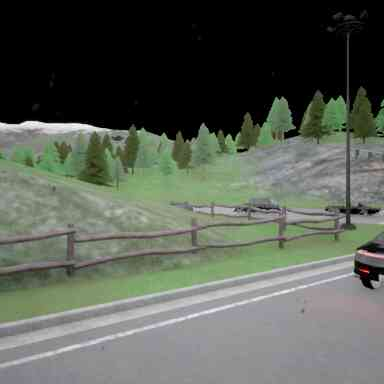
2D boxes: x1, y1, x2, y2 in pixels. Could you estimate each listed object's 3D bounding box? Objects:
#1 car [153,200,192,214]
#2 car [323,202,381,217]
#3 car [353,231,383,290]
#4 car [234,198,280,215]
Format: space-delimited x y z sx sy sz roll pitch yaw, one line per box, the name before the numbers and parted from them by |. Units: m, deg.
car | -2.107 1.563 35.188 4.181 1.385 1.994 0 0 29
car | 15.043 1.600 31.498 4.718 1.301 1.895 0 0 41
car | 5.782 1.491 7.872 4.902 1.511 2.128 0 0 -35
car | 6.551 1.351 33.906 4.553 1.767 2.097 0 0 37
